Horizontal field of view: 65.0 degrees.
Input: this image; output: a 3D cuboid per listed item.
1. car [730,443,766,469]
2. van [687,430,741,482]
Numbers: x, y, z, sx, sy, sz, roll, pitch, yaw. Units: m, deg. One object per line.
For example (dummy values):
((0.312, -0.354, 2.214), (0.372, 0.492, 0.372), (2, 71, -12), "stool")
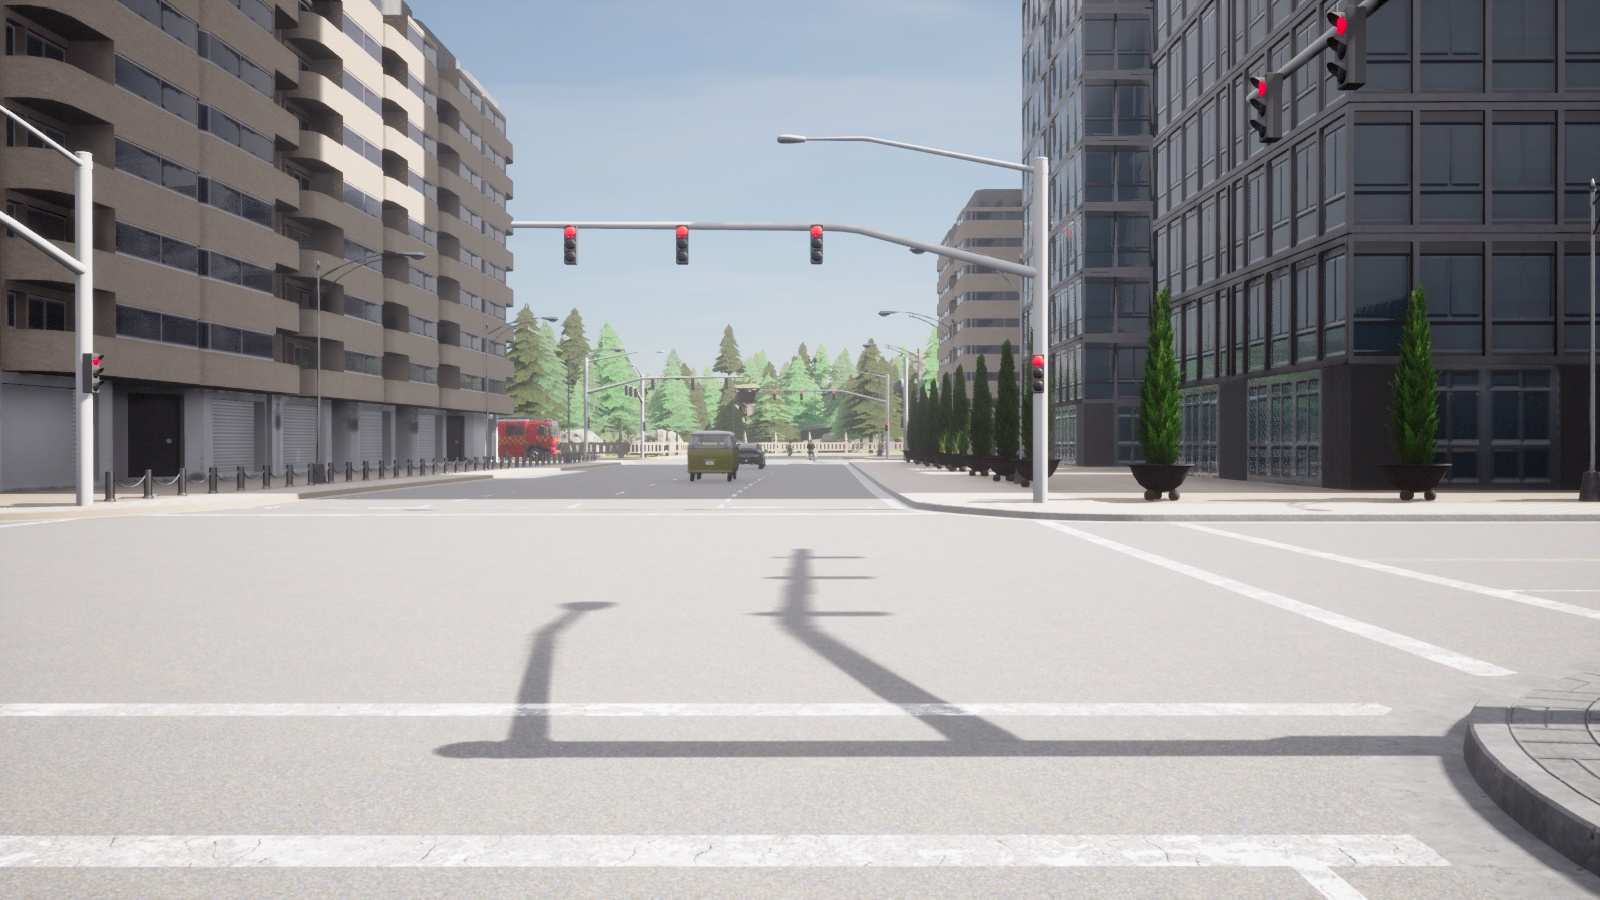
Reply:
((-2.991, 0.335, 73.363), (1.837, 1.490, 4.892), (0, 0, 1), "car")
((-3.408, 0.213, 50.178), (1.775, 1.987, 4.442), (0, 0, 1), "van")
